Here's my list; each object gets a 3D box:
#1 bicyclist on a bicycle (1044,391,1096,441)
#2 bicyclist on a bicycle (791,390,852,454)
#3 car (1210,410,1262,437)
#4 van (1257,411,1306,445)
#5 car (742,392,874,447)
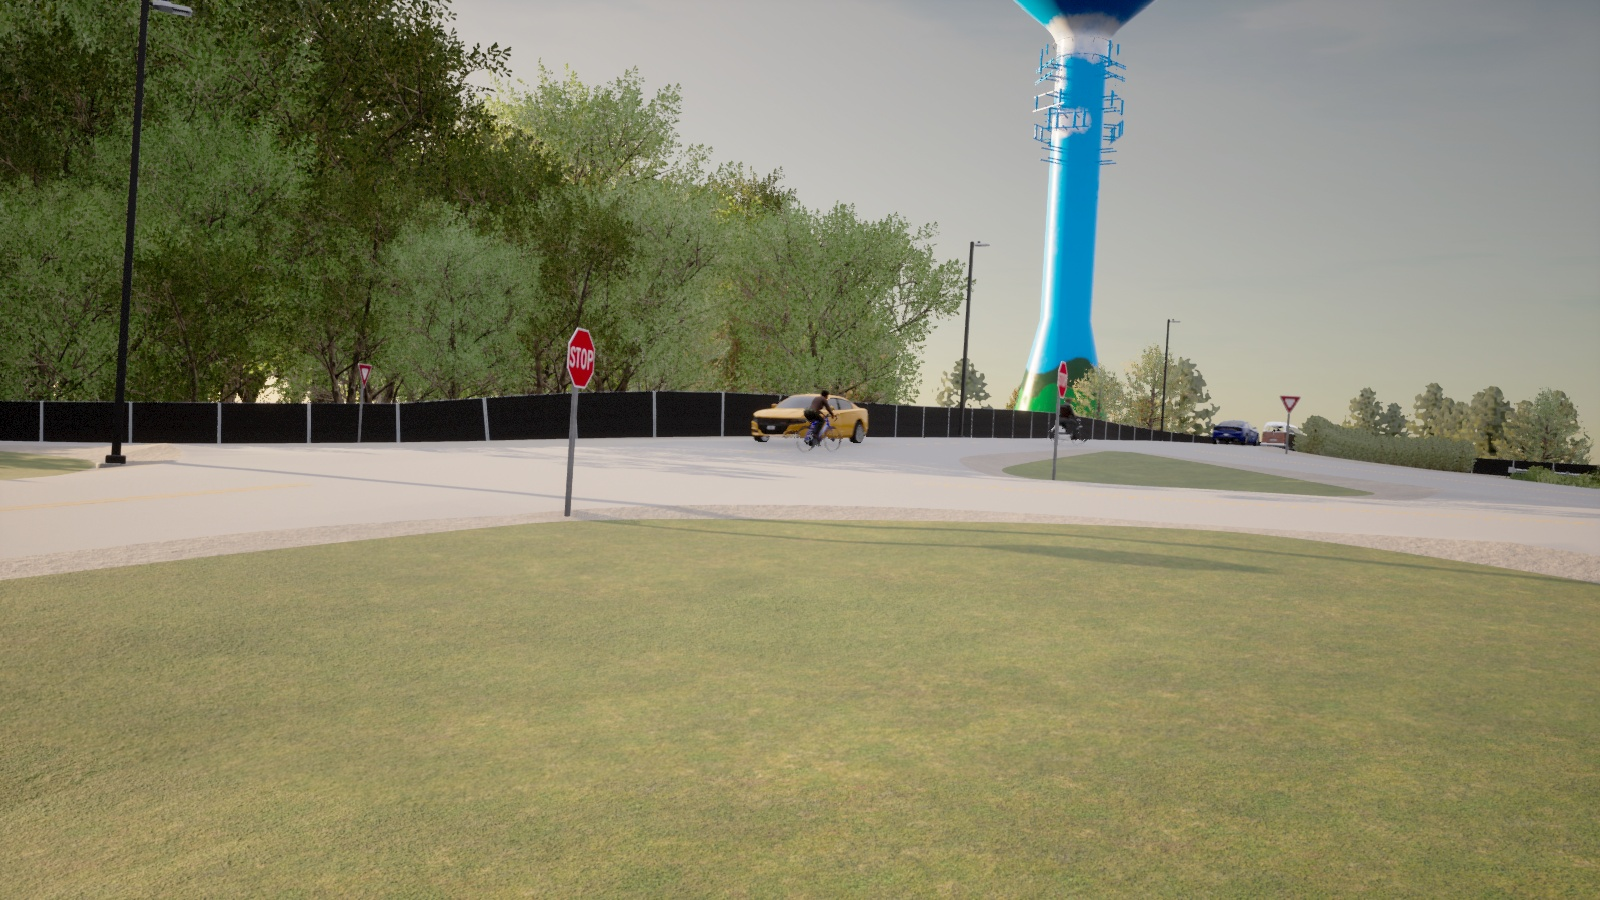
[{"bbox_3d":[9.917,-1.247,46.114,1.843,1.776,0.659,-1,6,-35],"label":"bicyclist on a bicycle"},{"bbox_3d":[0.559,-0.741,32.657,1.656,1.620,0.582,-2,2,-44],"label":"bicyclist on a bicycle"},{"bbox_3d":[26.398,-1.615,75.959,1.882,1.535,5.008,2,2,32],"label":"car"},{"bbox_3d":[33.445,-1.525,87.132,2.069,2.038,4.480,2,-1,36],"label":"van"},{"bbox_3d":[0.339,-0.979,38.160,1.882,1.535,5.008,2,3,28],"label":"car"}]
